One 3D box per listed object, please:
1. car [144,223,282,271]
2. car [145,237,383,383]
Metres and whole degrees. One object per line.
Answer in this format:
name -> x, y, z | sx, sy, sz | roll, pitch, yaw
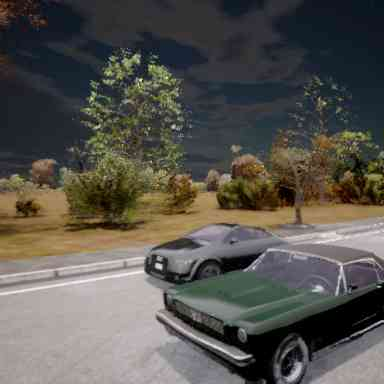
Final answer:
car -> 0.840, 1.552, 8.977 | 4.181, 1.385, 1.994 | 0, 0, -36
car -> 1.832, 1.591, 5.360 | 4.718, 1.301, 1.895 | 0, 0, -36
